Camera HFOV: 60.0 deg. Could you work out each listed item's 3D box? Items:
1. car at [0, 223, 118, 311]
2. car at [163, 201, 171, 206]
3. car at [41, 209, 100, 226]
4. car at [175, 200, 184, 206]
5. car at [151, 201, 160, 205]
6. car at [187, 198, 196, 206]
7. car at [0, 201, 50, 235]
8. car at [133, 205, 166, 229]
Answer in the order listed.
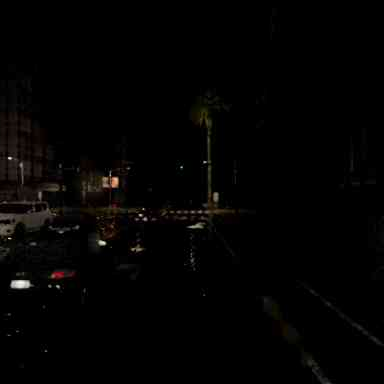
[{"bbox_3d":[-3.159,1.694,8.120,1.994,1.385,4.181,0,-1,0],"label":"car"},{"bbox_3d":[-6.627,3.033,90.096,2.033,1.411,5.357,0,-1,0],"label":"car"},{"bbox_3d":[-6.621,1.831,19.157,1.812,1.442,4.674,0,-1,0],"label":"car"},{"bbox_3d":[-3.369,2.841,84.876,1.994,1.385,4.181,0,-1,0],"label":"car"},{"bbox_3d":[-9.877,3.090,90.061,1.895,1.301,4.718,0,-1,0],"label":"car"},{"bbox_3d":[-0.119,2.487,84.501,2.150,2.045,5.566,0,-1,0],"label":"car"},{"bbox_3d":[-9.873,1.525,18.837,2.150,2.045,5.566,0,-1,0],"label":"car"},{"bbox_3d":[-3.184,1.945,25.121,2.033,1.411,5.357,0,-1,0],"label":"car"}]
